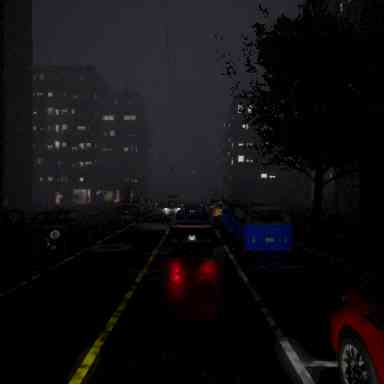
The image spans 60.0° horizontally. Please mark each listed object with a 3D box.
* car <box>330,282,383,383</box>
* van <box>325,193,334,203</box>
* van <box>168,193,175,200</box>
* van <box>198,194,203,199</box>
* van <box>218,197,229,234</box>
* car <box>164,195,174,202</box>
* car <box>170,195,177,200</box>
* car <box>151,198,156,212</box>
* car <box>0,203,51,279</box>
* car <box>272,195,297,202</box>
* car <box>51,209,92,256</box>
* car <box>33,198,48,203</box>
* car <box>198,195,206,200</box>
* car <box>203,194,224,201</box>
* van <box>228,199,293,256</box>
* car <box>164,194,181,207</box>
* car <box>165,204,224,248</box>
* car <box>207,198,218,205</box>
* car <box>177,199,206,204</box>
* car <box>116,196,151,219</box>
[{"bbox_3d":[2.569,1.312,1.723,2.192,1.841,5.009,0,0,0],"label":"car"},{"bbox_3d":[22.949,0.993,55.555,3.998,1.788,1.690,-1,1,0],"label":"van"},{"bbox_3d":[-5.409,1.301,89.732,1.690,1.788,3.998,0,0,0],"label":"van"},{"bbox_3d":[2.695,1.305,83.528,1.690,1.788,3.998,0,0,0],"label":"van"},{"bbox_3d":[2.565,1.336,18.367,1.690,1.788,3.998,0,0,0],"label":"van"},{"bbox_3d":[-5.444,1.408,78.568,1.967,1.590,4.097,0,0,0],"label":"car"},{"bbox_3d":[-5.363,1.537,95.313,1.802,1.307,4.206,0,0,0],"label":"car"},{"bbox_3d":[-5.315,1.432,35.009,1.967,1.590,4.097,0,0,0],"label":"car"},{"bbox_3d":[-5.316,1.312,7.272,2.192,1.841,5.009,0,0,0],"label":"car"},{"bbox_3d":[17.591,1.265,63.436,4.507,1.381,1.887,-1,1,0],"label":"car"},{"bbox_3d":[-5.315,1.436,12.819,1.967,1.590,4.097,0,0,0],"label":"car"},{"bbox_3d":[-26.168,1.761,55.539,4.097,1.590,1.967,-1,1,0],"label":"car"},{"bbox_3d":[2.660,1.504,89.732,1.887,1.381,4.507,0,0,0],"label":"car"},{"bbox_3d":[2.565,1.307,35.009,2.192,1.841,5.009,0,0,0],"label":"car"},{"bbox_3d":[2.565,1.337,12.819,1.690,1.788,3.998,0,0,0],"label":"van"},{"bbox_3d":[-2.752,1.323,49.216,2.150,2.045,5.566,0,0,0],"label":"car"},{"bbox_3d":[0.000,1.492,14.650,2.128,1.511,4.902,0,0,0],"label":"car"},{"bbox_3d":[2.565,1.518,29.632,1.752,1.417,4.829,0,0,0],"label":"car"},{"bbox_3d":[0.000,1.567,29.650,1.994,1.385,4.181,0,0,0],"label":"car"},{"bbox_3d":[-5.316,1.308,29.462,2.192,1.841,5.009,0,0,0],"label":"car"}]
